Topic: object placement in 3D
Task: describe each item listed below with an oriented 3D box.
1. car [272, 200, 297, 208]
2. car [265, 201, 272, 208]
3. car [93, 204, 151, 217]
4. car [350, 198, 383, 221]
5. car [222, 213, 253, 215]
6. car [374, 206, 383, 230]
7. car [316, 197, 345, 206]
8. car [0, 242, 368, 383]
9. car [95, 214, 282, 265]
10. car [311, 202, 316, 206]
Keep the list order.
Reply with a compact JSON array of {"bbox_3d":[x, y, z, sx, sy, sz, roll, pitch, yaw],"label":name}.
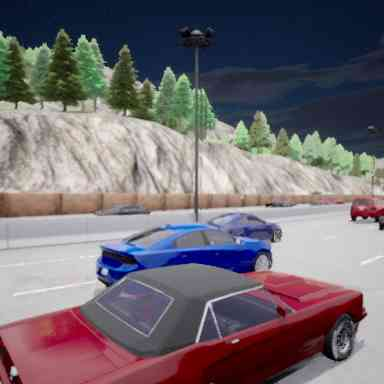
[{"bbox_3d":[15.750,2.088,55.314,1.994,1.385,4.181,0,-1,43],"label":"car"},{"bbox_3d":[14.992,2.161,59.620,1.895,1.301,4.718,0,-1,43],"label":"car"},{"bbox_3d":[-5.646,1.726,27.191,1.837,1.490,4.892,0,-1,45],"label":"car"},{"bbox_3d":[15.747,1.520,29.270,2.150,2.045,5.566,0,-1,43],"label":"car"},{"bbox_3d":[2.247,1.665,15.192,4.674,1.442,1.812,1,-1,-43],"label":"car"},{"bbox_3d":[14.108,1.798,22.386,1.994,1.385,4.181,0,-1,43],"label":"car"},{"bbox_3d":[21.758,1.730,51.501,2.150,2.045,5.566,0,-1,43],"label":"car"},{"bbox_3d":[0.289,1.640,4.263,4.718,1.301,1.895,1,-1,-37],"label":"car"},{"bbox_3d":[0.062,1.554,8.609,5.008,1.535,1.882,1,0,-39],"label":"car"},{"bbox_3d":[21.951,2.119,56.851,1.994,1.385,4.181,0,-1,43],"label":"car"}]
